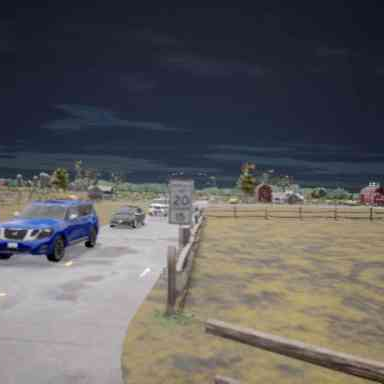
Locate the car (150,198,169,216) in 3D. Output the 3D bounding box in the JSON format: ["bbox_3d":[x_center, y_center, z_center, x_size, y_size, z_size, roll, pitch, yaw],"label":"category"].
[{"bbox_3d":[-3.814,1.827,40.740,2.150,2.045,5.566,2,-1,4],"label":"car"}]

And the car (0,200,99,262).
[{"bbox_3d":[-5.468,1.370,13.225,2.150,2.045,5.566,2,-1,3],"label":"car"}]

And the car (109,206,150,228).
[{"bbox_3d":[-4.781,1.842,25.117,1.837,1.490,4.892,2,-1,4],"label":"car"}]

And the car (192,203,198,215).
[{"bbox_3d":[-0.584,2.361,46.528,2.033,1.411,5.357,2,-1,4],"label":"car"}]

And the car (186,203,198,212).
[{"bbox_3d":[0.048,2.602,57.042,1.895,1.301,4.718,2,-1,3],"label":"car"}]
